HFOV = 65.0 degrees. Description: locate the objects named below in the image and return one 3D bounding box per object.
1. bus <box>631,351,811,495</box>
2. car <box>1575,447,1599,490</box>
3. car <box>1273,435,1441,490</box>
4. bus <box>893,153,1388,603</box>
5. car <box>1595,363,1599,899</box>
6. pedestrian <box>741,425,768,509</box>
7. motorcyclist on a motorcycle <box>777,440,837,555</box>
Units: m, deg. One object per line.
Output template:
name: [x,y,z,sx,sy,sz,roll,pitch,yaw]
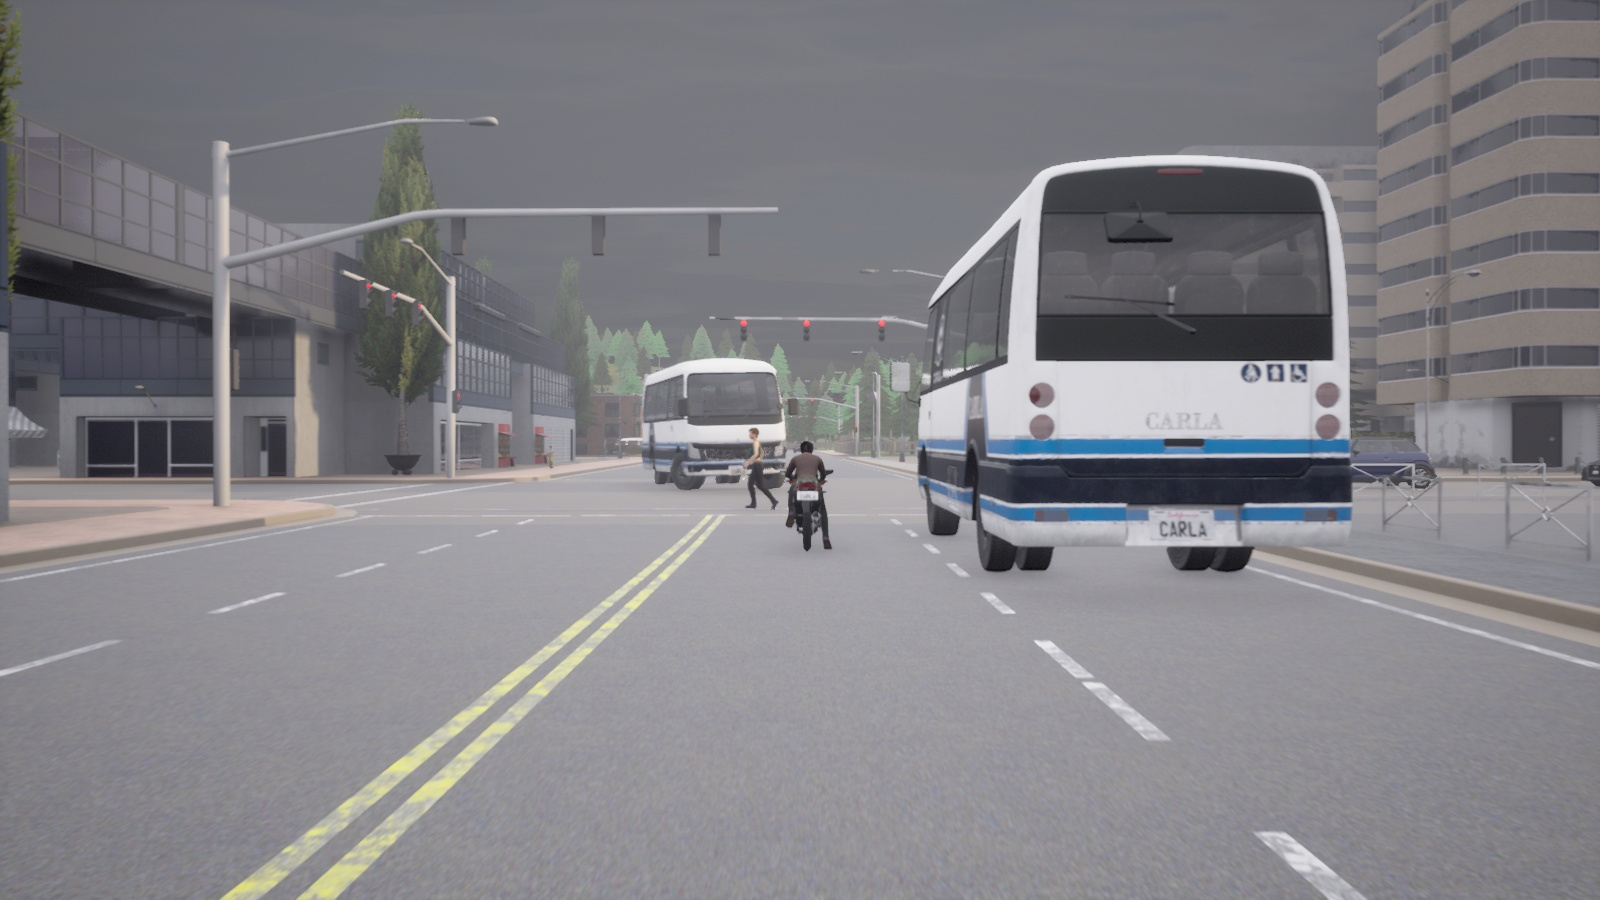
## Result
bus: [-2.990,-0.873,42.691,3.944,4.253,10.273,-2,1,-16]
car: [28.145,0.601,41.235,4.181,1.385,1.994,0,0,-1]
car: [18.136,0.388,41.006,4.553,1.767,2.097,0,0,-1]
bus: [3.598,-0.723,17.039,3.944,4.253,10.273,0,0,0]
car: [3.524,0.585,1.498,2.242,1.667,4.611,0,0,0]
pedestrian: [-1.004,0.374,27.646,0.594,1.836,0.345,0,0,-1]
motorcyclist on a motorcycle: [0.095,0.629,17.710,0.797,1.523,2.044,0,0,0]
